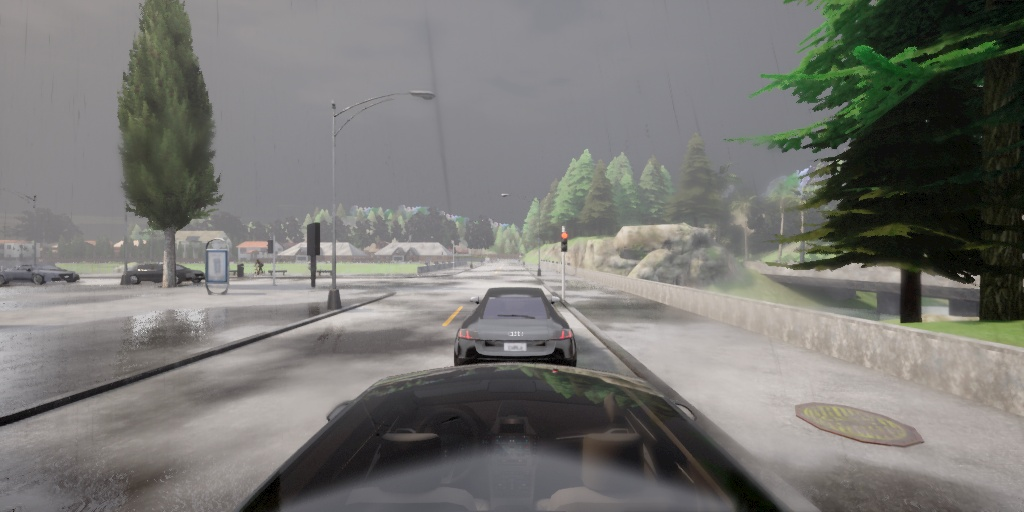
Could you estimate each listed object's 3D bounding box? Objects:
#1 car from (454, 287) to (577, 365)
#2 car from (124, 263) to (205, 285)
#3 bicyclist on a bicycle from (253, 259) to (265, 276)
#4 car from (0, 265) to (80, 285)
[{"bbox_3d":[0.063,1.314,7.307,1.994,1.385,4.181,0,0,0],"label":"car"},{"bbox_3d":[-24.834,1.255,25.732,4.892,1.490,1.837,0,0,0],"label":"car"},{"bbox_3d":[-24.100,1.099,34.130,0.582,1.620,1.656,0,0,0],"label":"bicyclist on a bicycle"},{"bbox_3d":[-33.957,1.314,25.740,4.181,1.385,1.994,0,0,0],"label":"car"}]
